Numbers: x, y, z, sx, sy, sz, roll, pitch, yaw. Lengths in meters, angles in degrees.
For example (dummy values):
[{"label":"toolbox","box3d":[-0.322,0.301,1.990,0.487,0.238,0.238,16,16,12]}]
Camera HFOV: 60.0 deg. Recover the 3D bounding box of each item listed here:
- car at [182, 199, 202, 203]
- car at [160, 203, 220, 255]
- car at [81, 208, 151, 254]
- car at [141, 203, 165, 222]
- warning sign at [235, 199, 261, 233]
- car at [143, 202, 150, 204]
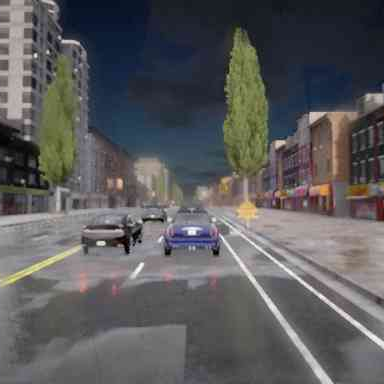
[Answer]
[{"label":"car","box3d":[-0.004,1.623,29.062,2.150,2.045,5.566,0,-1,0]},{"label":"car","box3d":[0.000,1.512,14.112,2.097,1.767,4.553,0,-1,0]},{"label":"car","box3d":[-3.250,1.657,14.325,2.128,1.511,4.902,0,-1,0]},{"label":"car","box3d":[-3.249,1.975,29.326,1.994,1.385,4.181,0,-1,0]},{"label":"warning sign","box3d":[3.196,1.348,19.108,1.300,1.860,1.060,-2,-2,0]},{"label":"car","box3d":[-9.763,2.942,71.037,1.837,1.490,4.892,0,-2,0]}]
